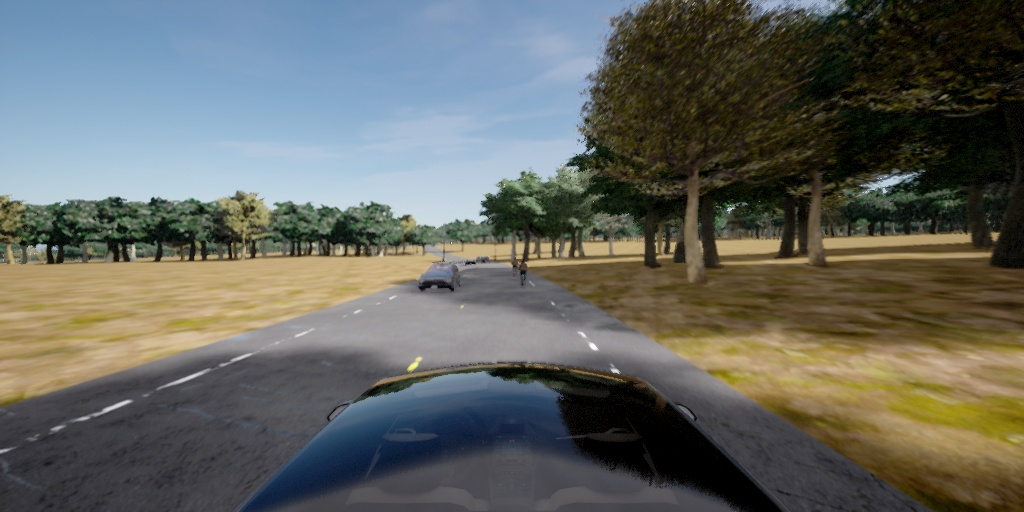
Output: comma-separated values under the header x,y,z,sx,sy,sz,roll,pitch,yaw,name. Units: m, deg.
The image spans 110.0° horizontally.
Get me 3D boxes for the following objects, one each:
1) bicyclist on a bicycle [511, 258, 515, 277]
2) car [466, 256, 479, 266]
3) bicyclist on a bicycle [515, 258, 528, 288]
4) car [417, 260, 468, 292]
x,y,z,sx,sy,sz,roll,pitch,yaw,name
0.224,0.977,29.391,0.582,1.620,1.656,0,0,-3,bicyclist on a bicycle
-7.085,0.999,61.695,1.895,1.301,4.718,0,0,-6,car
0.634,1.042,20.340,0.582,1.620,1.656,0,0,-2,bicyclist on a bicycle
-3.939,1.152,20.423,2.033,1.411,5.357,0,0,-2,car
